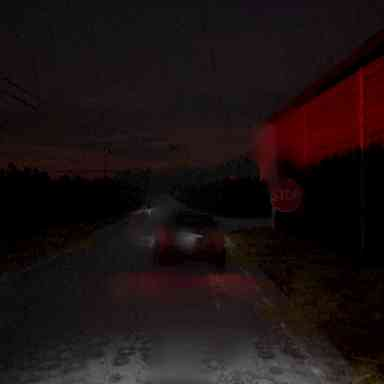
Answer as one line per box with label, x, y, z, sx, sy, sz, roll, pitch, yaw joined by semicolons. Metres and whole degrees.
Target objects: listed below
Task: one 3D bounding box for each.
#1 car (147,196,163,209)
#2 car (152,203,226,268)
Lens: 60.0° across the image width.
car;-5.598;1.736;48.680;2.128;1.511;4.902;0;0;-5
car;-0.059;1.411;11.616;2.097;1.767;4.553;0;0;0
